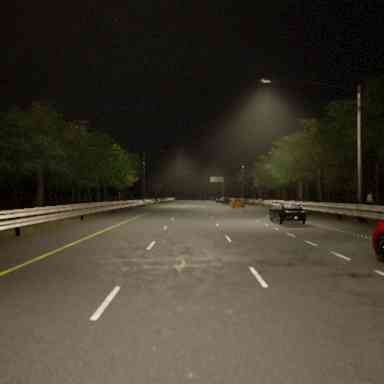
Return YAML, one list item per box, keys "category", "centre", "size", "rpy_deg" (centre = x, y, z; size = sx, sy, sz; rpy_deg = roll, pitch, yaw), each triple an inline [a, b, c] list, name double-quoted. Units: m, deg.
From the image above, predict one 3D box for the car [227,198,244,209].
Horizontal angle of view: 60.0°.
- category: "car"
  centre: [7.164, 1.849, 53.169]
  size: [1.882, 1.535, 5.008]
  rpy_deg: [0, -1, 0]

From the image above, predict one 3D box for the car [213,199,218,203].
- category: "car"
  centre: [7.478, 2.469, 92.183]
  size: [1.895, 1.301, 4.718]
  rpy_deg: [0, -1, 1]

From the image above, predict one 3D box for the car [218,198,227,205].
- category: "car"
  centre: [7.288, 2.088, 71.147]
  size: [1.837, 1.490, 4.892]
  rpy_deg: [0, -1, 0]

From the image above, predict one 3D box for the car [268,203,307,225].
- category: "car"
  centre: [7.039, 1.566, 24.902]
  size: [2.128, 1.511, 4.902]
  rpy_deg: [0, 0, 0]

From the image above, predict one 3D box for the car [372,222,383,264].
- category: "car"
  centre: [7.007, 1.229, 8.601]
  size: [2.150, 2.045, 5.566]
  rpy_deg: [0, 0, 0]
